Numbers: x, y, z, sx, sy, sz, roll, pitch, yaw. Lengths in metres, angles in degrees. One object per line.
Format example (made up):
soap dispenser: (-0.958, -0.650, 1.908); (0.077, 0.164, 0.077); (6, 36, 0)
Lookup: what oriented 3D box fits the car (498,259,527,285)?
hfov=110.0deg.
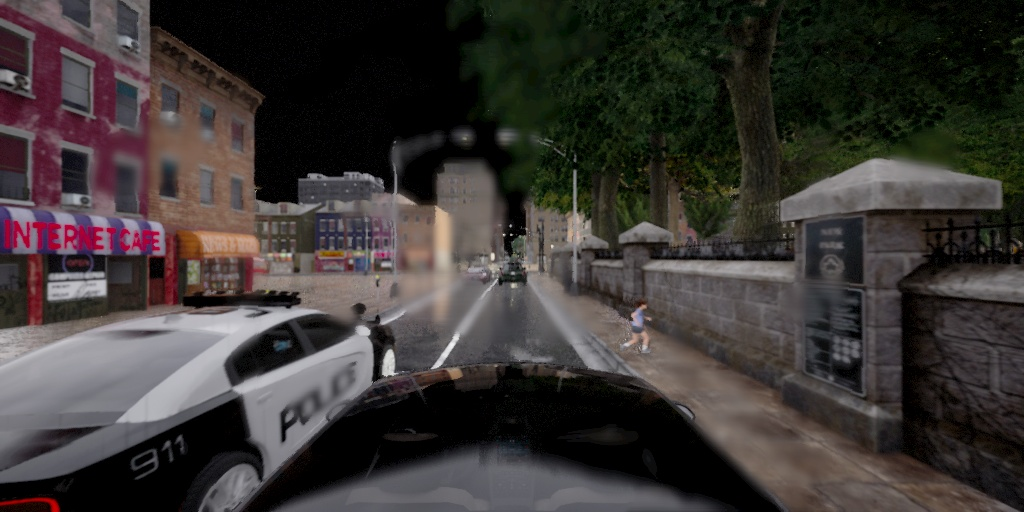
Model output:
car: (0.057, 1.257, 27.549); (2.097, 1.767, 4.553); (0, 0, 0)

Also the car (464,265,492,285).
car: (-2.654, 1.487, 27.427); (1.802, 1.307, 4.207); (0, 0, 0)

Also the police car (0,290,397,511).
police car: (-2.751, 1.188, 3.842); (1.930, 1.638, 5.238); (0, 0, 0)

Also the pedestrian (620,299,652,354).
pedestrian: (2.419, 1.304, 6.851); (0.500, 1.100, 0.500); (0, 0, 0)
